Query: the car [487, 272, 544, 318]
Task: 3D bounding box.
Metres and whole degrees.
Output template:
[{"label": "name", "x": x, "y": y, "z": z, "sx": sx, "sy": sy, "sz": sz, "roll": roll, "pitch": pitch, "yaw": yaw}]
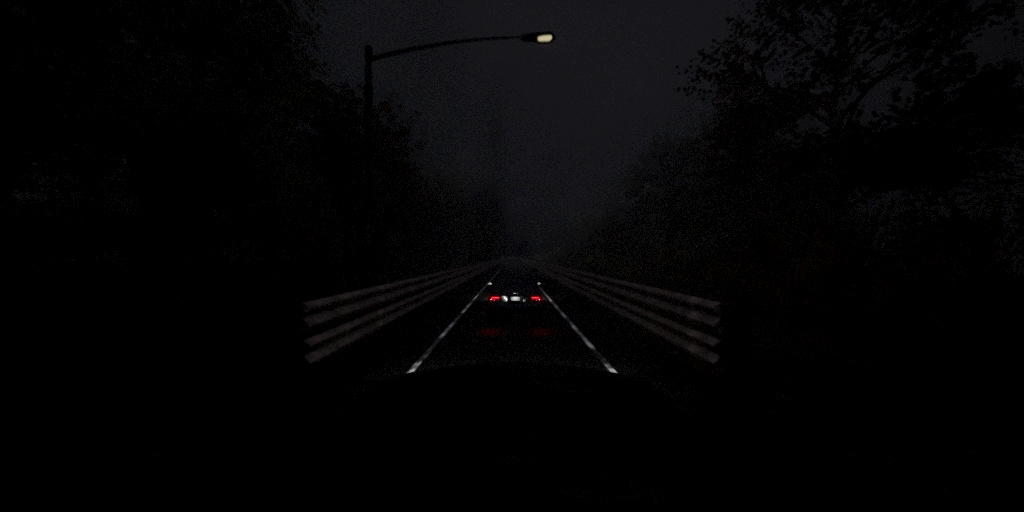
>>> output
[{"label": "car", "x": 0.099, "y": 1.300, "z": 13.018, "sx": 2.033, "sy": 1.411, "sz": 5.357, "roll": 0, "pitch": 0, "yaw": 0}]
